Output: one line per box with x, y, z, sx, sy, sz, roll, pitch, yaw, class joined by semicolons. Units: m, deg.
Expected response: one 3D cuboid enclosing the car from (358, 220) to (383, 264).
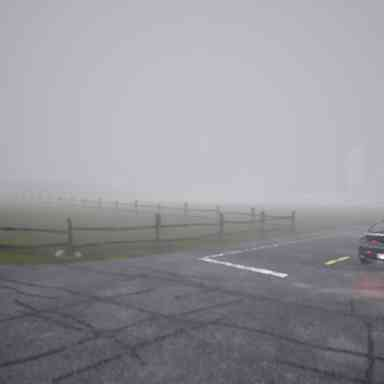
7.481;1.737;11.724;4.892;1.490;1.837;1;-1;-44;car
